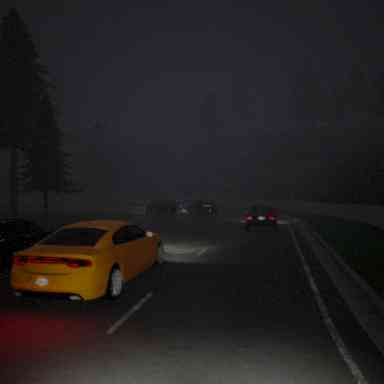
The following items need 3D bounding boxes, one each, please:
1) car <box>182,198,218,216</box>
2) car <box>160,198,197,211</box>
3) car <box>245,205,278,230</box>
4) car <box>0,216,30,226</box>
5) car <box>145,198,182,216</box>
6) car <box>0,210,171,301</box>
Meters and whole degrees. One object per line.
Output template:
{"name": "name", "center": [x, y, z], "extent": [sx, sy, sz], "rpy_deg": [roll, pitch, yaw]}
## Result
{"name": "car", "center": [0.914, 1.401, 31.269], "extent": [2.128, 1.511, 4.902], "rpy_deg": [1, 0, -16]}
{"name": "car", "center": [-1.633, 1.442, 39.842], "extent": [4.181, 1.385, 1.994], "rpy_deg": [0, 0, 39]}
{"name": "car", "center": [4.373, 1.497, 20.822], "extent": [2.033, 1.411, 5.357], "rpy_deg": [0, 0, 14]}
{"name": "car", "center": [-5.471, 1.463, 9.537], "extent": [1.837, 1.490, 4.892], "rpy_deg": [0, 0, 12]}
{"name": "car", "center": [-2.986, 1.377, 31.367], "extent": [1.882, 1.535, 5.008], "rpy_deg": [1, 0, -22]}
{"name": "car", "center": [-2.173, 1.447, 8.378], "extent": [1.882, 1.535, 5.008], "rpy_deg": [0, 0, 12]}
